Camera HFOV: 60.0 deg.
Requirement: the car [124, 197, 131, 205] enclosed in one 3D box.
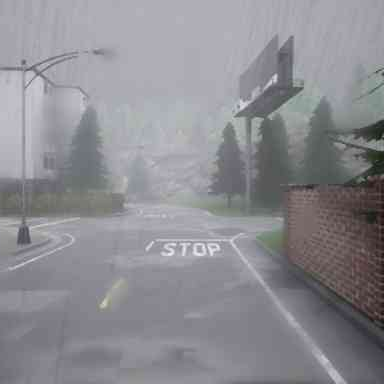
[{"bbox_3d":[-12.892,1.495,59.835,4.181,1.385,1.994,0,0,44],"label":"car"}]
